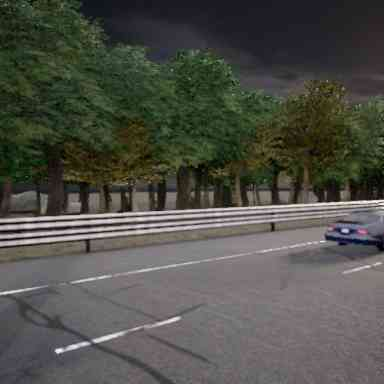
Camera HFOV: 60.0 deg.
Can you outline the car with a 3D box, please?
[{"bbox_3d":[7.554,1.424,13.425,5.357,1.411,2.033,-1,0,-36],"label":"car"}]
